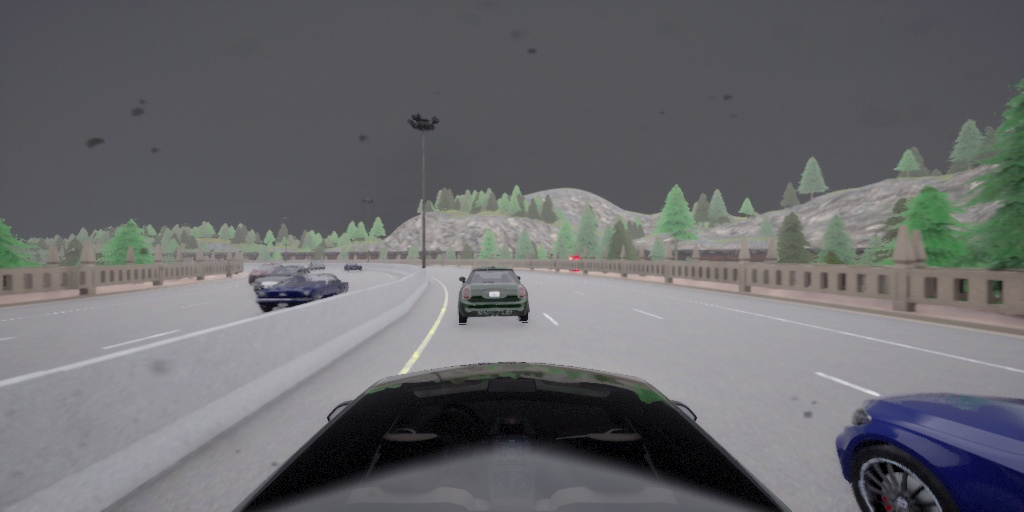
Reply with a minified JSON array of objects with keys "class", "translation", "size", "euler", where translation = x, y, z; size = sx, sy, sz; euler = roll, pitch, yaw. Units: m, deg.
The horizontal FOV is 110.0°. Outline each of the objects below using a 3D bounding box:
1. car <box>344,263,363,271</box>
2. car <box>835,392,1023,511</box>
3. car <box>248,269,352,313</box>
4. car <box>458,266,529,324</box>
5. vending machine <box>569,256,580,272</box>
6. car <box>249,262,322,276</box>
[{"class":"car","translation":[-23.487,1.622,53.083],"size":[1.895,1.301,4.718],"euler":[0,0,-34]},{"class":"car","translation":[3.463,1.261,0.839],"size":[1.812,1.442,4.674],"euler":[0,0,0]},{"class":"car","translation":[-8.227,1.399,14.556],"size":[1.895,1.301,4.718],"euler":[0,0,-9]},{"class":"car","translation":[-0.733,1.109,12.294],"size":[2.097,1.767,4.553],"euler":[0,0,-6]},{"class":"vending machine","translation":[7.259,0.930,41.829],"size":[1.100,2.100,0.880],"euler":[0,0,-21]},{"class":"car","translation":[-12.984,1.329,20.666],"size":[2.128,1.511,4.902],"euler":[0,0,-14]}]
